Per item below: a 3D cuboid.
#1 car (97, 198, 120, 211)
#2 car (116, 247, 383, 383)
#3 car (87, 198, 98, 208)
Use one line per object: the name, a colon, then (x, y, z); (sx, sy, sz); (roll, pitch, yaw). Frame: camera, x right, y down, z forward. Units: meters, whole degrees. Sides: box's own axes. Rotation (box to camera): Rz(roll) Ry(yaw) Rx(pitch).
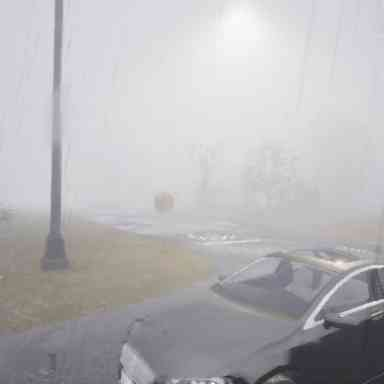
car: (-12.043, 1.918, 49.222); (2.128, 1.511, 4.902); (1, -1, -28)
car: (1.541, 1.545, 4.273); (4.902, 1.511, 2.128); (1, -1, -30)
car: (-16.974, 1.835, 58.214); (2.097, 1.767, 4.553); (1, -1, -29)
